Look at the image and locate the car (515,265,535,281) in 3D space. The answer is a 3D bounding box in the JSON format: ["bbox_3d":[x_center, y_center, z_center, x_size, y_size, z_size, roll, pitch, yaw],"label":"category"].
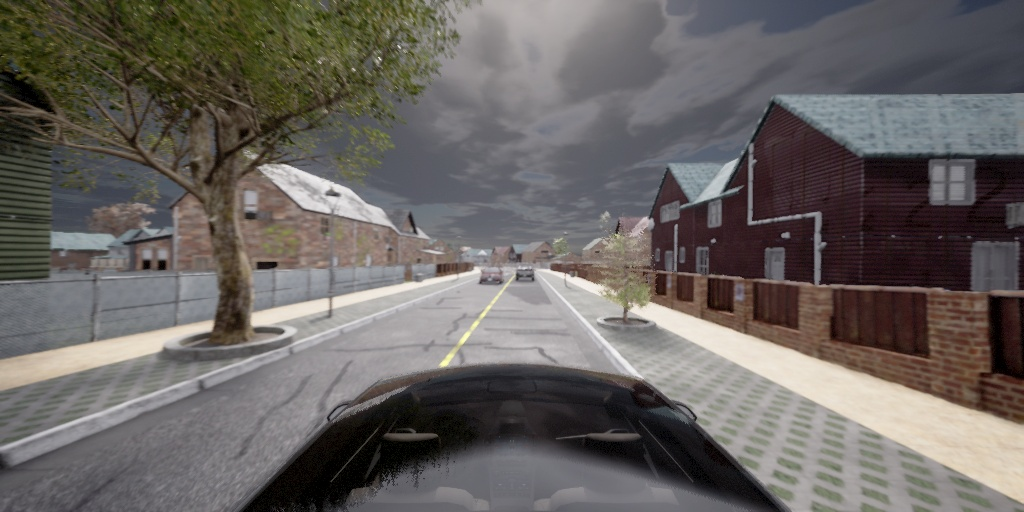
[{"bbox_3d":[1.330,1.696,36.422,2.128,1.511,4.902,1,-1,3],"label":"car"}]

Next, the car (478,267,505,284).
[{"bbox_3d":[-1.695,1.659,31.176,1.812,1.442,4.674,1,-1,2],"label":"car"}]
